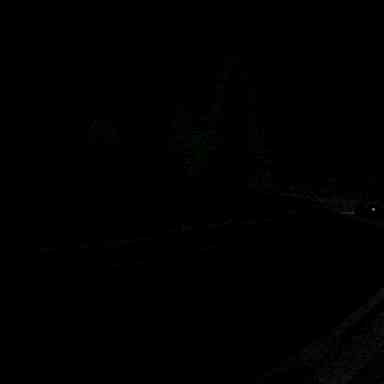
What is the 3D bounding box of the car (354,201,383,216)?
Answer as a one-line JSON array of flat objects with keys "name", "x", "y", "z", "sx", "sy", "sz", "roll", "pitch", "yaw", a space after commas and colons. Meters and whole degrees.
[{"name": "car", "x": 17.805, "y": 1.626, "z": 33.639, "sx": 1.994, "sy": 1.385, "sz": 4.181, "roll": 0, "pitch": 0, "yaw": 15}]
